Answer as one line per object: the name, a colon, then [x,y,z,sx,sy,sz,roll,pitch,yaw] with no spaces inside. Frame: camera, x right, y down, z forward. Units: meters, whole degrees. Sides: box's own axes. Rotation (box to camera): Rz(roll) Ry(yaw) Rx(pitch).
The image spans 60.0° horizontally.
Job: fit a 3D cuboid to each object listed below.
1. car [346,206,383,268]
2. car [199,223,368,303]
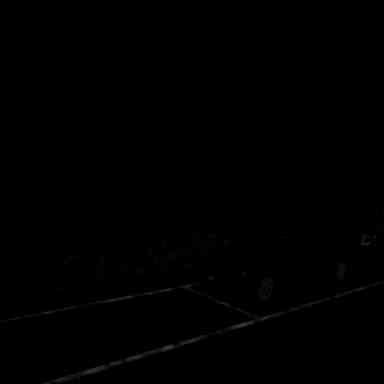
car: [6.824,1.439,11.620,5.009,1.841,2.192,1,0,-35]
car: [2.241,1.611,8.354,4.507,1.381,1.887,1,0,-35]
